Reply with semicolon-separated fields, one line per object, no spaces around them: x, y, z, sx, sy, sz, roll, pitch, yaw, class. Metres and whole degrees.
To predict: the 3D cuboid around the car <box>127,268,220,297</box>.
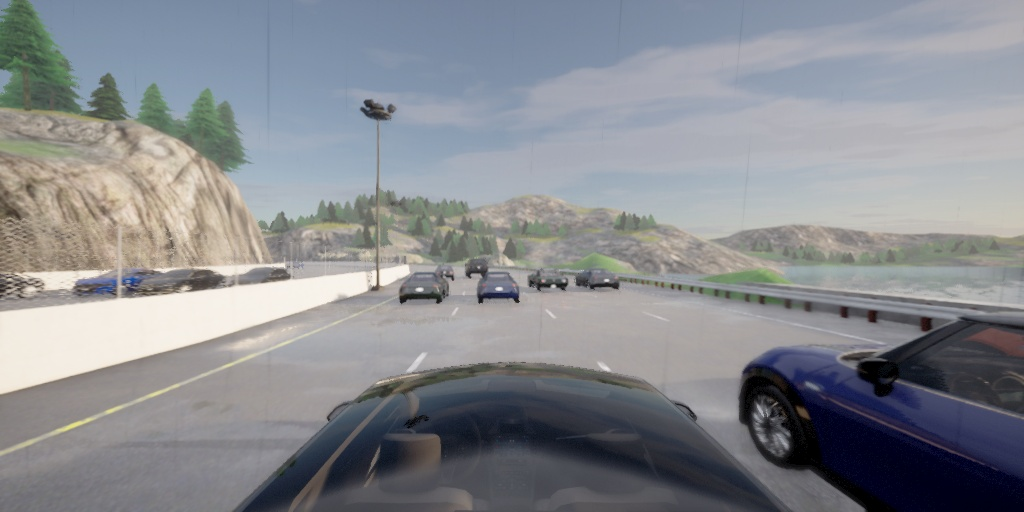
-18.802;1.474;20.747;1.837;1.490;4.892;0;-1;-7;car

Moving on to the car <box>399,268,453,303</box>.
-4.242;1.467;17.768;1.994;1.385;4.181;0;-1;-5;car

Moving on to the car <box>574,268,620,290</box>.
5.630;1.498;24.173;1.994;1.385;4.181;0;-1;-7;car

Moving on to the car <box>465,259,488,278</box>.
-3.945;1.317;39.631;2.150;2.045;5.566;0;-1;-12;car

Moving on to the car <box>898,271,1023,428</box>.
6.995;1.095;3.235;2.097;1.767;4.553;0;-1;0;car

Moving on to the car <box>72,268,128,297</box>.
-22.342;1.458;20.956;1.882;1.535;5.008;0;-1;-7;car

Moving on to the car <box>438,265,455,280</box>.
-6.683;1.615;35.568;2.033;1.411;5.357;0;-1;-11;car

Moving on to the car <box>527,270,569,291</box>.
2.216;1.538;23.555;1.895;1.301;4.718;0;-1;-7;car

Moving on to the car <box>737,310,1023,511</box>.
3.500;1.095;2.048;2.097;1.767;4.553;0;-1;0;car

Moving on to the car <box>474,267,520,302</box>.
-0.750;1.460;17.990;1.994;1.385;4.181;0;-1;-5;car

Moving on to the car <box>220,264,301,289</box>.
-15.491;1.480;22.495;1.837;1.490;4.892;0;-1;-7;car

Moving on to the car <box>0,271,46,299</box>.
-25.419;1.457;16.848;1.837;1.490;4.892;0;-1;-6;car
